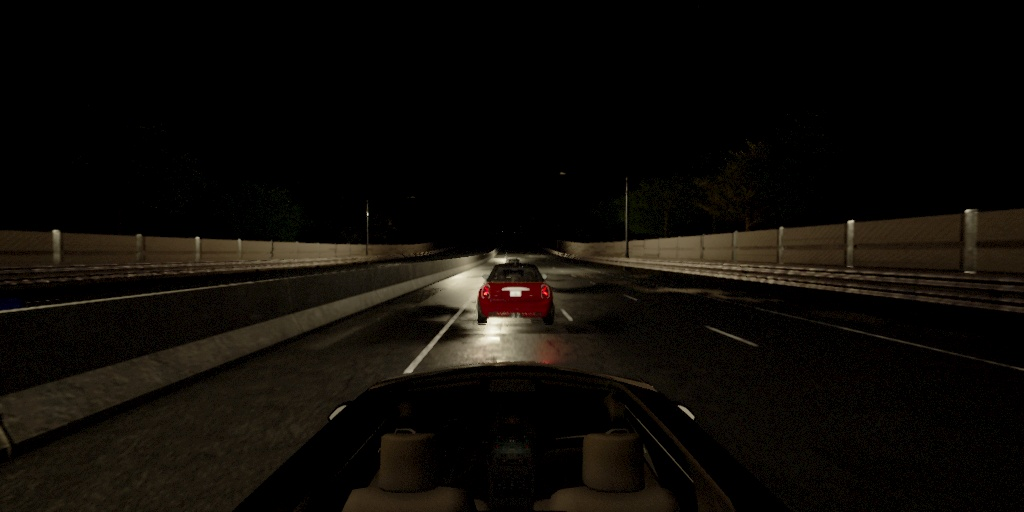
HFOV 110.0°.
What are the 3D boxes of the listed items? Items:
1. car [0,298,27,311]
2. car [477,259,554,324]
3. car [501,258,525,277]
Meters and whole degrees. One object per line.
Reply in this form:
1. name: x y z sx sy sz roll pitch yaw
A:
1. car: -10.599 1.233 5.318 1.812 1.442 4.674 0 1 0
2. car: 0.096 0.988 11.574 2.097 1.767 4.553 0 1 0
3. car: 0.094 0.975 32.362 2.033 1.411 5.357 0 1 0
